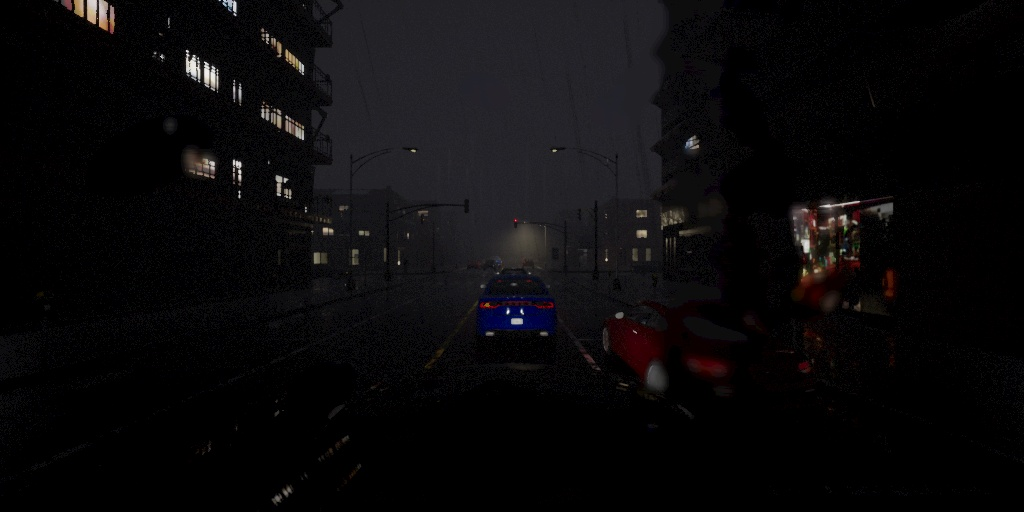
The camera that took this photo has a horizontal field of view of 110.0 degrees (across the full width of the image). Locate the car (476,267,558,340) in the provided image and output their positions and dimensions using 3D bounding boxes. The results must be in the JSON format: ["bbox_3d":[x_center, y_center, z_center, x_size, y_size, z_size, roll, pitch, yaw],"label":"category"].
[{"bbox_3d":[0.099,1.230,10.046,1.882,1.535,5.008,0,0,0],"label":"car"}]

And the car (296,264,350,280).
[{"bbox_3d":[-17.517,1.456,33.550,4.892,1.490,1.837,-1,0,0],"label":"car"}]

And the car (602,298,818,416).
[{"bbox_3d":[2.689,1.333,5.805,1.802,1.307,4.207,0,0,0],"label":"car"}]

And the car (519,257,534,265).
[{"bbox_3d":[2.676,1.114,60.557,2.192,1.841,5.009,0,0,0],"label":"car"}]

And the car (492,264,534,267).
[{"bbox_3d":[0.097,1.322,18.987,1.994,1.385,4.181,0,0,0],"label":"car"}]

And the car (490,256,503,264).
[{"bbox_3d":[-3.090,1.023,62.589,2.150,2.045,5.566,0,0,2],"label":"car"}]

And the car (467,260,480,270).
[{"bbox_3d":[-5.791,1.336,55.033,1.888,1.381,4.507,0,0,0],"label":"car"}]

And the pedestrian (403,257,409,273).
[{"bbox_3d":[-12.521,1.061,42.290,0.375,1.860,0.375,0,0,0],"label":"pedestrian"}]

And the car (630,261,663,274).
[{"bbox_3d":[14.356,1.154,36.776,4.181,1.385,1.994,-1,0,0],"label":"car"}]

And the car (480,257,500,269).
[{"bbox_3d":[-3.102,1.291,51.633,1.837,1.490,4.892,0,0,0],"label":"car"}]
